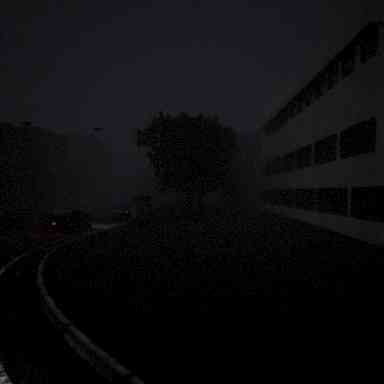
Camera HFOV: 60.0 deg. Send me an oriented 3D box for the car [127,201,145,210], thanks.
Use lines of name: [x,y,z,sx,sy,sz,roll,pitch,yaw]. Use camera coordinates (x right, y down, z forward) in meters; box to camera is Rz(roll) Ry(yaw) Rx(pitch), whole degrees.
car: [-10.332,2.486,61.789,2.033,1.411,5.357,1,1,3]

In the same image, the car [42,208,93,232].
car: [-8.414,1.853,22.951,1.882,1.535,5.008,1,-1,2]

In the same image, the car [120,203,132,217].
car: [-7.610,2.453,41.811,2.033,1.411,5.357,1,-1,3]

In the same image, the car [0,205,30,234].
car: [-12.146,1.592,20.840,2.097,1.767,4.553,1,-1,1]
